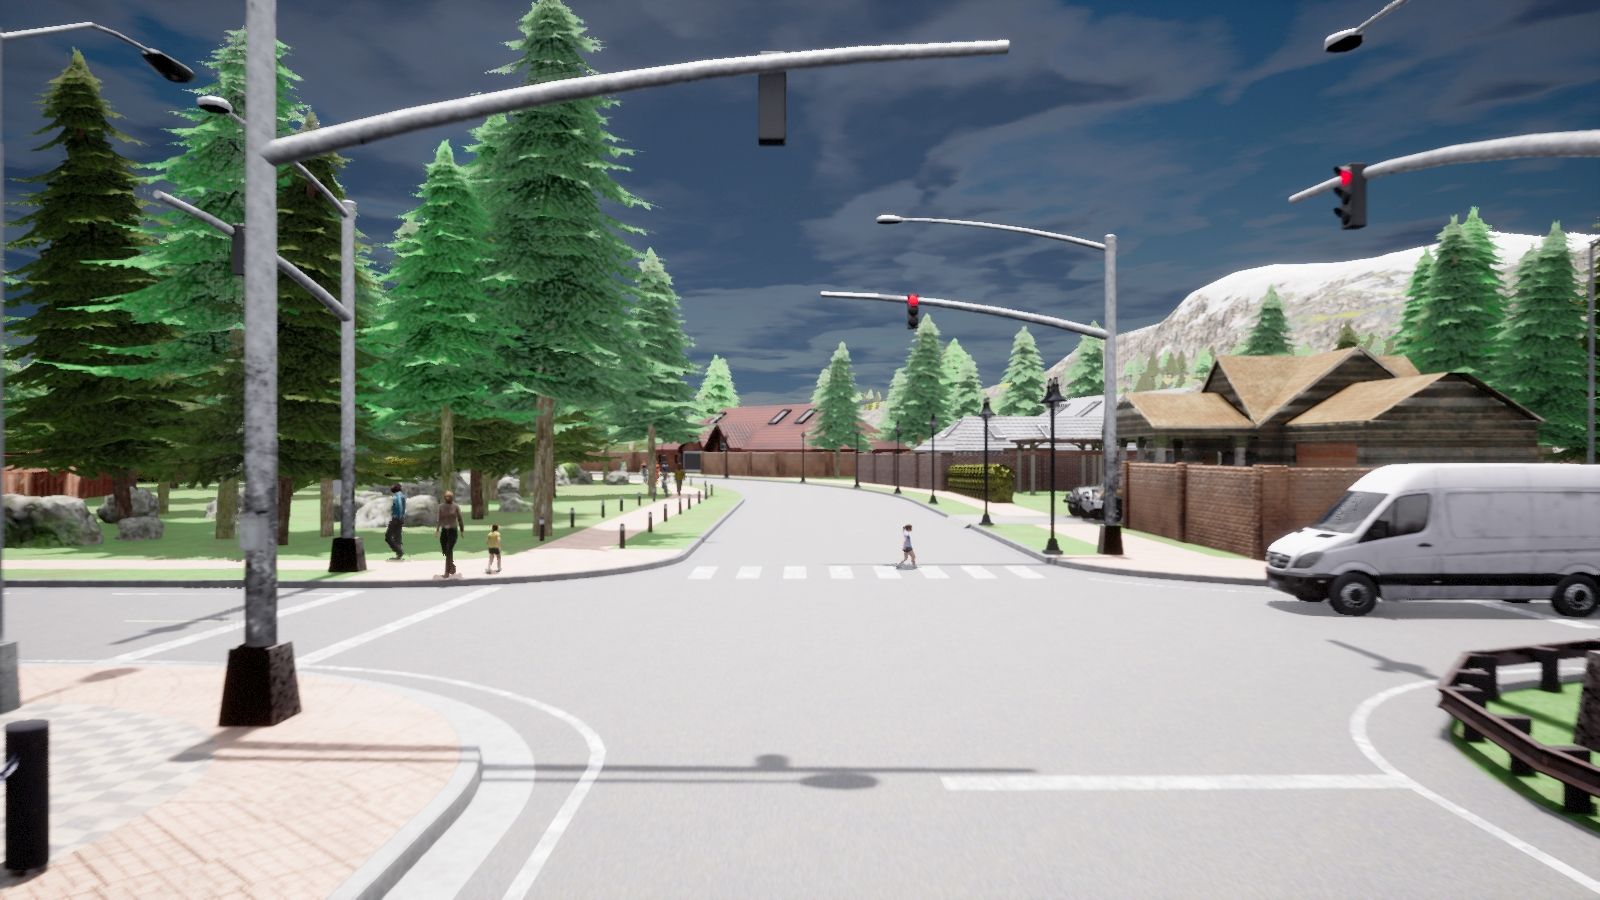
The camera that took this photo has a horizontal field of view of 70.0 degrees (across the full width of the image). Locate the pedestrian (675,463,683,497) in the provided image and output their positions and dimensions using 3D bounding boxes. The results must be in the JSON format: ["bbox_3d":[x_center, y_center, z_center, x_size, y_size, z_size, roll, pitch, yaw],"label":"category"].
[{"bbox_3d":[-6.637,1.663,62.673,0.375,1.860,0.375,0,0,0],"label":"pedestrian"}]

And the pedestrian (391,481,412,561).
[{"bbox_3d":[-9.444,1.677,27.079,0.375,1.860,0.375,0,0,2],"label":"pedestrian"}]

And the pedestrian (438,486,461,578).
[{"bbox_3d":[-7.218,1.677,23.538,0.375,1.860,0.375,0,0,0],"label":"pedestrian"}]

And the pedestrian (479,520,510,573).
[{"bbox_3d":[-6.537,2.058,24.454,0.500,1.100,0.500,0,0,6],"label":"pedestrian"}]

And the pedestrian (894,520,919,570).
[{"bbox_3d":[2.473,2.197,26.528,0.500,1.100,0.500,0,0,-6],"label":"pedestrian"}]

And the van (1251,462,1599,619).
[{"bbox_3d":[11.266,1.514,20.033,5.915,2.561,1.988,0,0,2],"label":"van"}]
